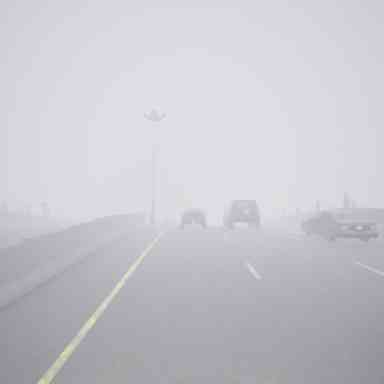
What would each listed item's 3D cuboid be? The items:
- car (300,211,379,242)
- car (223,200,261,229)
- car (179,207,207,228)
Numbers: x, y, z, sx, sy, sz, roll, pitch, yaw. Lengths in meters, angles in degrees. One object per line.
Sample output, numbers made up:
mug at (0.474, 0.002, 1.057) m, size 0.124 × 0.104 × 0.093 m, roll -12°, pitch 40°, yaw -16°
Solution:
car at (7.102, 1.636, 16.612) m, size 2.033 × 1.411 × 5.357 m, roll 0°, pitch -1°, yaw 0°
car at (3.603, 1.643, 24.708) m, size 2.150 × 2.045 × 5.566 m, roll 0°, pitch -3°, yaw 0°
car at (0.103, 1.965, 25.373) m, size 1.837 × 1.490 × 4.892 m, roll 0°, pitch -3°, yaw 0°
